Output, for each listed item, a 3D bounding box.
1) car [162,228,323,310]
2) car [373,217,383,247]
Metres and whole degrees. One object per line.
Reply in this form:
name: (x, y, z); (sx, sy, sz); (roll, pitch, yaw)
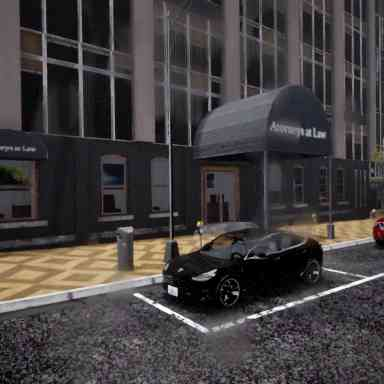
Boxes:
car: (1.360, 1.564, 7.838); (4.313, 1.339, 1.947); (0, -1, -37)
car: (9.633, 1.310, 14.045); (5.009, 1.841, 2.192); (0, -1, -37)
